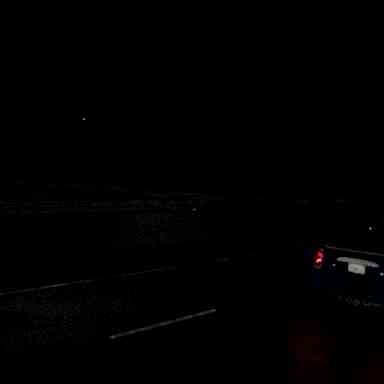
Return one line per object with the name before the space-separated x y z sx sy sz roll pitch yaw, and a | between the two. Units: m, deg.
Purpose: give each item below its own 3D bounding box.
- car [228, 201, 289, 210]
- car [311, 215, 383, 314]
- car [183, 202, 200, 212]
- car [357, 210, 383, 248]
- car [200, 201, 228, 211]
car | 5.420 1.501 25.054 4.902 1.511 2.128 0 0 -35
car | 4.596 1.357 7.025 4.553 1.767 2.097 0 0 -36
car | 1.367 1.535 30.762 4.674 1.442 1.812 0 0 -35
car | 9.923 1.556 15.125 5.357 1.411 2.033 0 0 -36
car | 3.388 1.514 27.903 4.892 1.490 1.837 0 0 -35
